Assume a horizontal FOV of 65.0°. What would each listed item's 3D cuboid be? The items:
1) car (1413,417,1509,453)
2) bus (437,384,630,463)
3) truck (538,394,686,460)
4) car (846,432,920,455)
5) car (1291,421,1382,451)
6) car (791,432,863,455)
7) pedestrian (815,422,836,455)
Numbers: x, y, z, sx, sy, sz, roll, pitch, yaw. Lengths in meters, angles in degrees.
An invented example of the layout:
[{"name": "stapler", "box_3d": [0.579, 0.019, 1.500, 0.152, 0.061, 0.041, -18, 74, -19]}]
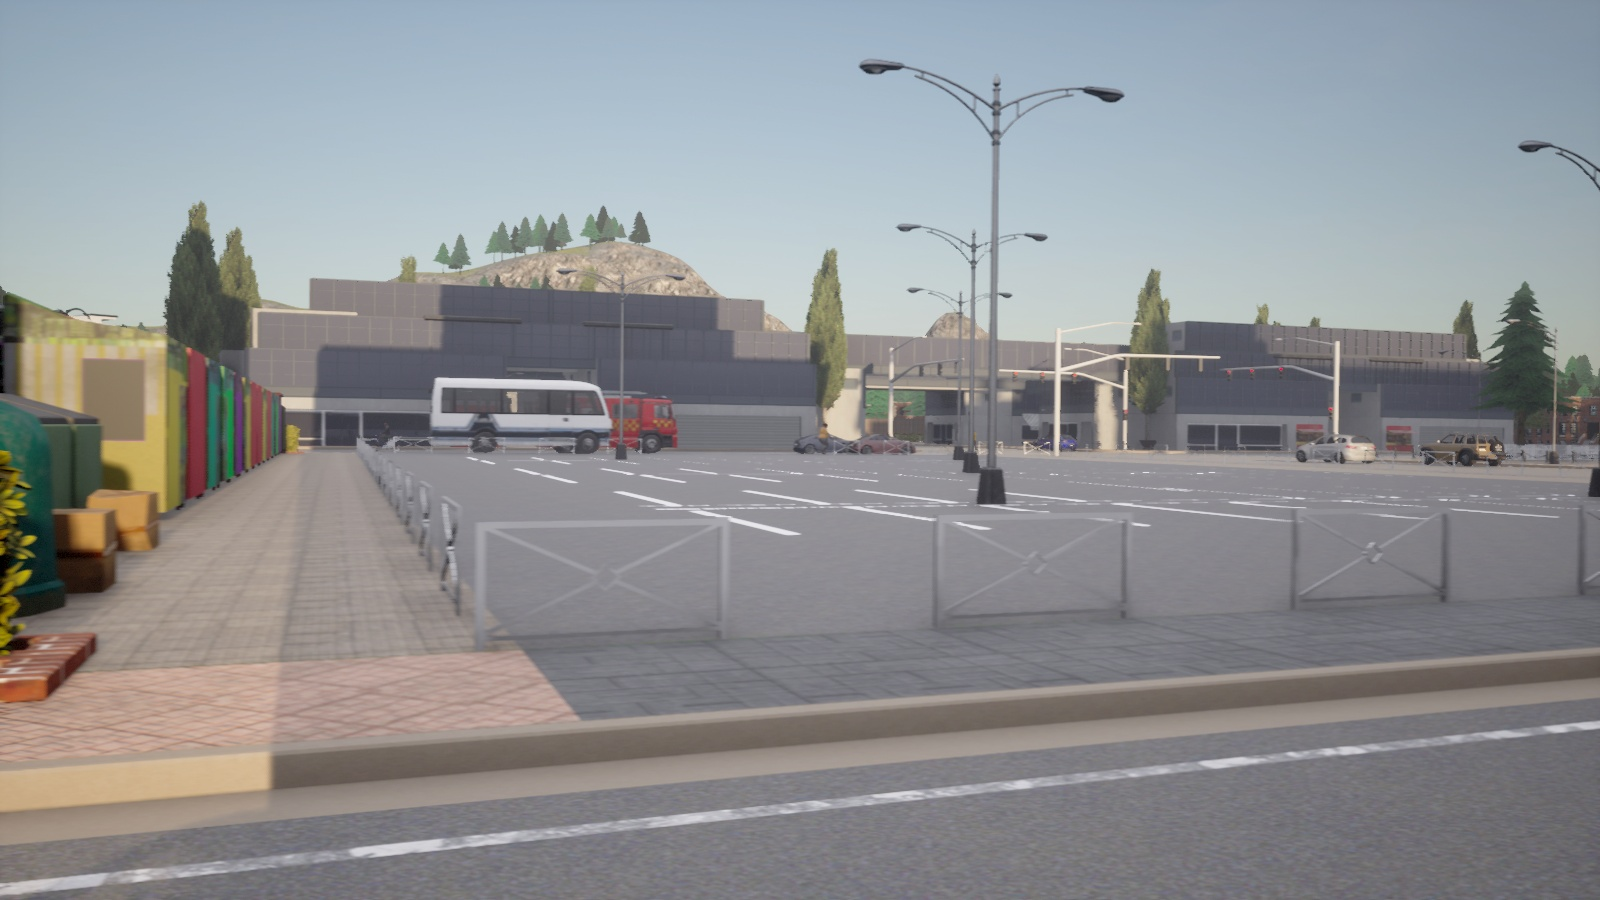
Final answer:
[{"name": "car", "box_3d": [35.654, -0.820, 67.894, 1.932, 1.855, 4.605, -1, 1, -16]}, {"name": "bus", "box_3d": [-15.201, -1.522, 71.484, 10.273, 4.253, 3.944, -1, 1, -19]}, {"name": "truck", "box_3d": [-11.458, -1.432, 76.469, 8.468, 3.827, 2.891, -1, 1, -19]}, {"name": "car", "box_3d": [5.179, -0.416, 78.525, 4.181, 1.385, 1.994, -1, 1, -20]}, {"name": "car", "box_3d": [30.576, -0.800, 71.720, 2.242, 1.667, 4.611, -1, 1, -20]}, {"name": "car", "box_3d": [1.728, -0.420, 81.028, 4.181, 1.385, 1.994, -1, 1, -18]}, {"name": "pedestrian", "box_3d": [1.444, -0.675, 72.004, 0.900, 1.855, 0.874, -1, 1, -23]}]
